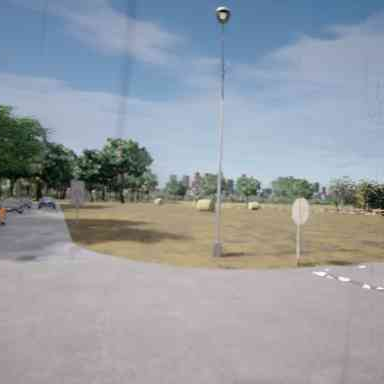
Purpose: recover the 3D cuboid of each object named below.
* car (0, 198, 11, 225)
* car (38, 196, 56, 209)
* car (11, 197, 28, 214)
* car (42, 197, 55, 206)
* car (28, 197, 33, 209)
[{"bbox_3d":[-12.304,1.213,19.537,2.097,1.767,4.553,2,-1,-22],"label":"car"},{"bbox_3d":[-19.462,1.363,44.794,2.097,1.767,4.553,2,-1,-22],"label":"car"},{"bbox_3d":[-17.916,1.400,33.278,1.837,1.490,4.892,2,-1,-22],"label":"car"},{"bbox_3d":[-24.534,1.593,56.967,1.837,1.490,4.892,2,-1,-22],"label":"car"},{"bbox_3d":[-22.562,1.434,44.684,1.837,1.490,4.892,2,0,-22],"label":"car"}]
